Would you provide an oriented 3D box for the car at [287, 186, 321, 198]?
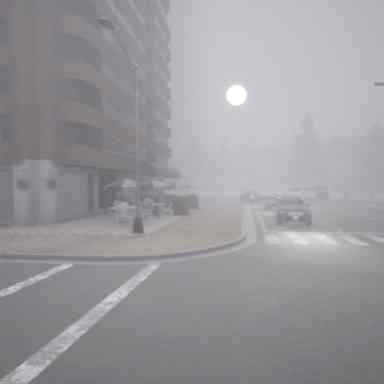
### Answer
[{"bbox_3d":[14.075,0.273,43.794,2.150,2.045,5.566,0,1,-13],"label":"car"}]

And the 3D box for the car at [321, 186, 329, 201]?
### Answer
[{"bbox_3d":[16.777,0.195,46.816,2.150,2.045,5.566,0,1,-17],"label":"car"}]

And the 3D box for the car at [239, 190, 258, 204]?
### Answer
[{"bbox_3d":[7.399,0.521,40.672,2.097,1.767,4.553,-1,1,-12],"label":"car"}]

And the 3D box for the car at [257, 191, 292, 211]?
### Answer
[{"bbox_3d":[7.419,0.897,30.344,2.033,1.411,5.357,0,1,7],"label":"car"}]

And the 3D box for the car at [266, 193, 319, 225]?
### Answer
[{"bbox_3d":[5.818,1.040,19.807,2.128,1.511,4.902,0,1,9],"label":"car"}]
